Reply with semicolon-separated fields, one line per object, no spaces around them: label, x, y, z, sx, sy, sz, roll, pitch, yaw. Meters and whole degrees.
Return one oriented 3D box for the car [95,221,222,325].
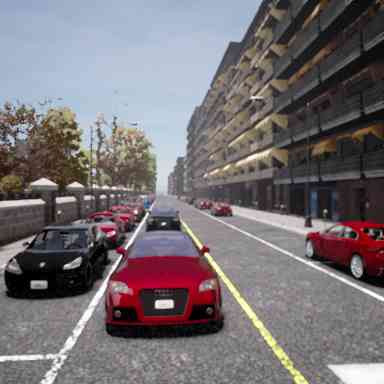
car;-0.612;1.568;7.167;1.994;1.385;4.181;0;0;-5

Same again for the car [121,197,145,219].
car;-4.984;1.461;25.930;1.967;1.590;4.097;0;0;-5

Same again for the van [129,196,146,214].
van;-6.042;1.385;37.142;1.690;1.788;3.998;0;0;-5

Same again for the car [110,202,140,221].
car;-4.457;1.556;20.327;1.887;1.381;4.507;0;0;-5

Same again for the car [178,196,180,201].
car;-1.941;1.680;82.942;1.752;1.417;4.829;0;0;-5

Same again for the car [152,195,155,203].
car;-8.156;1.656;59.565;1.947;1.339;4.313;0;0;-5

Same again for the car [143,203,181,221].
car;-1.747;1.577;20.337;1.994;1.385;4.181;0;0;-5

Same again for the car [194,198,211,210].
car;1.773;1.501;43.535;1.967;1.590;4.097;0;0;-5

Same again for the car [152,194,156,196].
car;-9.212;1.432;70.775;2.192;1.841;5.009;0;0;-5

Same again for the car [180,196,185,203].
car;-0.869;1.563;71.561;1.967;1.590;4.097;0;0;-5

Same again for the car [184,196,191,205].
car;0.188;1.661;60.351;1.947;1.339;4.313;0;0;-5

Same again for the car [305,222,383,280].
car;4.943;1.554;9.903;1.887;1.381;4.507;0;0;-5

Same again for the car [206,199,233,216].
car;2.830;1.620;32.322;1.802;1.307;4.206;0;0;-5

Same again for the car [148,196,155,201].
car;-11.326;1.728;93.197;1.887;1.381;4.507;0;0;-5

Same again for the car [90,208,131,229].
car;-3.929;1.588;14.723;1.802;1.307;4.206;0;0;-5

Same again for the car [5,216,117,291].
car;-3.400;1.569;9.118;1.947;1.339;4.313;0;0;-5

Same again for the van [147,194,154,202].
van;-10.268;1.490;81.986;1.690;1.788;3.998;0;0;-5

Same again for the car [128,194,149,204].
car;-5.514;1.348;31.537;2.192;1.841;5.009;0;0;-5

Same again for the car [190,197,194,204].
car;1.244;1.654;49.140;1.802;1.307;4.206;0;0;-5

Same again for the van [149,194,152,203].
van;-7.099;1.407;48.354;1.690;1.788;3.998;0;0;-5

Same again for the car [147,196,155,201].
car;-10.797;1.747;87.591;1.802;1.307;4.206;0;0;-5
